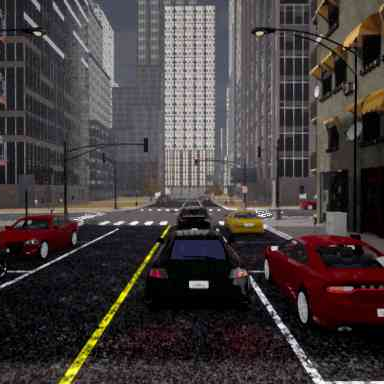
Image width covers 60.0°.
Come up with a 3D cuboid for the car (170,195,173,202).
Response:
[{"bbox_3d":[-5.627,1.307,66.993,2.192,1.841,5.009,-1,0,0],"label":"car"}]

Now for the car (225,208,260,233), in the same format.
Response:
[{"bbox_3d":[2.701,1.522,18.067,1.752,1.417,4.829,-1,0,0],"label":"car"}]

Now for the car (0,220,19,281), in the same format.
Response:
[{"bbox_3d":[-5.692,1.438,6.873,1.967,1.590,4.097,-1,0,0],"label":"car"}]

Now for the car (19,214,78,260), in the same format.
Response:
[{"bbox_3d":[-5.685,1.542,12.397,1.887,1.381,4.507,-1,0,0],"label":"car"}]

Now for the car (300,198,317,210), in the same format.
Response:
[{"bbox_3d":[14.292,1.253,37.009,4.507,1.381,1.887,-1,1,0],"label":"car"}]

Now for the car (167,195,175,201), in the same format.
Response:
[{"bbox_3d":[-5.601,1.537,89.230,1.887,1.381,4.507,-1,0,0],"label":"car"}]

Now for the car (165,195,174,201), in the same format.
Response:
[{"bbox_3d":[-5.608,1.517,83.501,1.752,1.417,4.829,-1,0,0],"label":"car"}]

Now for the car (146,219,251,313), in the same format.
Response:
[{"bbox_3d":[0.112,1.562,7.734,1.994,1.385,4.181,0,0,0],"label":"car"}]

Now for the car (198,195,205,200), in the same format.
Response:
[{"bbox_3d":[2.787,1.574,94.780,1.802,1.307,4.206,-1,0,0],"label":"car"}]

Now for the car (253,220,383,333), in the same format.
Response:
[{"bbox_3d":[2.690,1.543,6.850,1.887,1.381,4.507,-1,0,0],"label":"car"}]

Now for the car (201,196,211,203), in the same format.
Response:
[{"bbox_3d":[2.755,1.517,67.152,1.752,1.417,4.829,-1,0,0],"label":"car"}]

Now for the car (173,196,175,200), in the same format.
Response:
[{"bbox_3d":[-5.621,1.307,72.553,2.192,1.841,5.009,-1,0,0],"label":"car"}]

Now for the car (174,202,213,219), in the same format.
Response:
[{"bbox_3d":[0.096,1.501,17.719,1.837,1.490,4.892,0,0,-1],"label":"car"}]

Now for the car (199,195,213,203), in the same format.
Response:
[{"bbox_3d":[2.748,1.432,61.423,1.967,1.590,4.097,-1,0,0],"label":"car"}]

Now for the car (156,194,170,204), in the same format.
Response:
[{"bbox_3d":[-5.631,1.537,61.433,1.887,1.381,4.507,-1,0,0],"label":"car"}]
